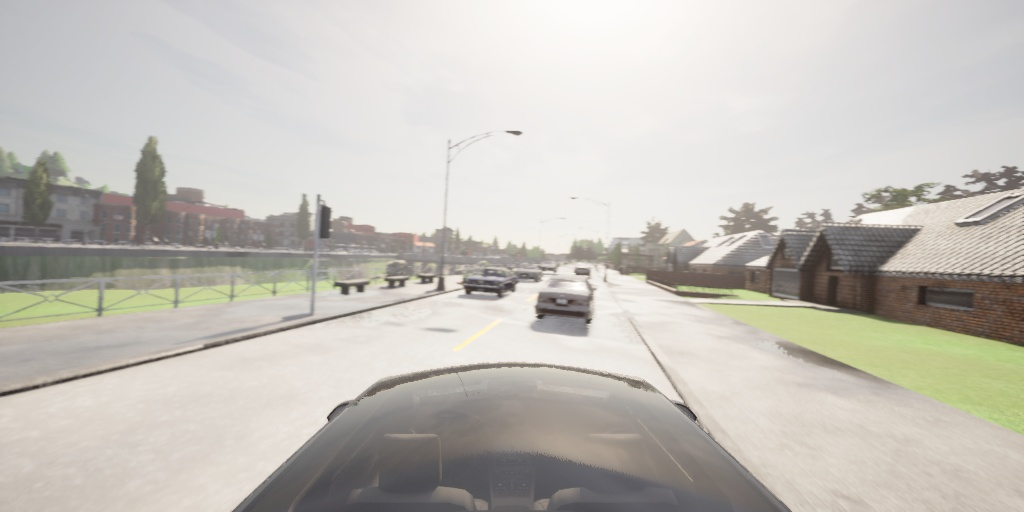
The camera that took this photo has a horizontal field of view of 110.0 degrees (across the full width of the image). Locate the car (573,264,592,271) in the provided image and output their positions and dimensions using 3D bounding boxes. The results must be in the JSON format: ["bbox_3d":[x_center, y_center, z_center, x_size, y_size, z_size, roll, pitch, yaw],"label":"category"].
[{"bbox_3d":[8.051,1.671,40.943,2.128,1.511,4.902,3,0,12],"label":"car"}]

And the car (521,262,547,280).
[{"bbox_3d":[1.360,1.366,29.413,1.994,1.385,4.181,3,0,12],"label":"car"}]

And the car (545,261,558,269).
[{"bbox_3d":[4.653,1.324,44.425,2.033,1.411,5.357,3,0,12],"label":"car"}]

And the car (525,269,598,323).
[{"bbox_3d":[2.030,1.403,12.895,2.033,1.411,5.357,3,0,13],"label":"car"}]

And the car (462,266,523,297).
[{"bbox_3d":[-0.969,1.279,18.499,1.895,1.301,4.718,3,0,12],"label":"car"}]
